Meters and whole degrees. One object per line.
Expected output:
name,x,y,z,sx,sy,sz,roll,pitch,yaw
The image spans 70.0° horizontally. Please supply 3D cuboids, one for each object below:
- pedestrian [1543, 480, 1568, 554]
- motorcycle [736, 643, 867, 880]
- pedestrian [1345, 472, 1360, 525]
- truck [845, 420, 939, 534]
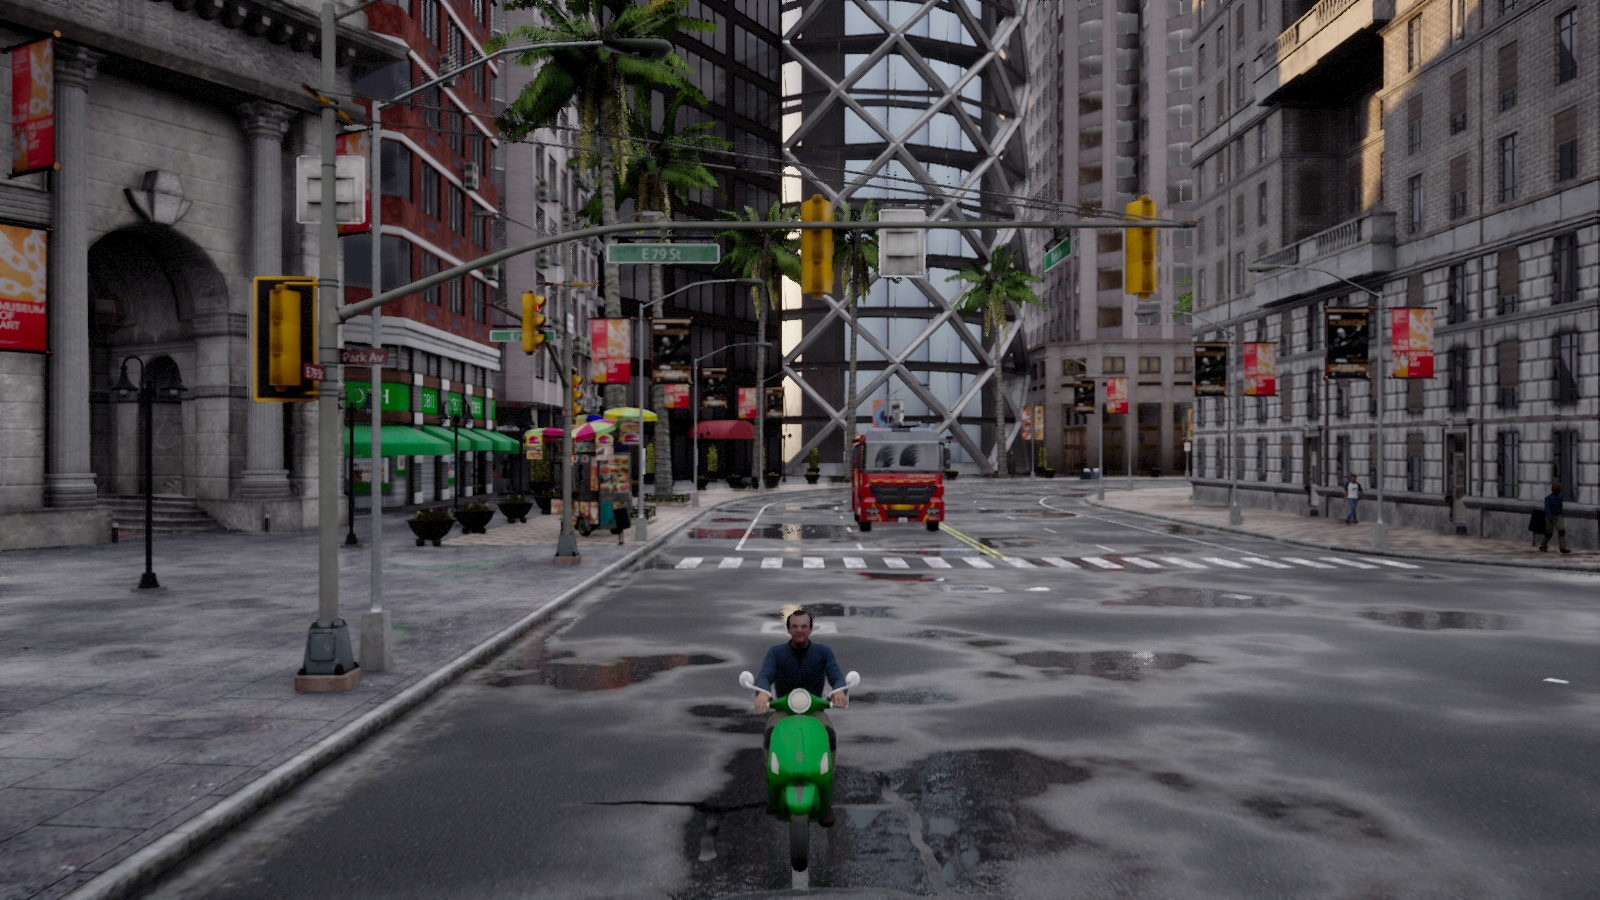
pedestrian,19.228,1.699,29.085,0.375,1.860,0.375,0,0,-5
motorcycle,0.008,2.183,8.352,0.856,1.236,1.805,0,0,0
pedestrian,19.542,1.700,40.416,0.375,1.860,0.375,0,0,0
truck,3.254,0.894,42.524,2.891,3.827,8.468,0,0,0
